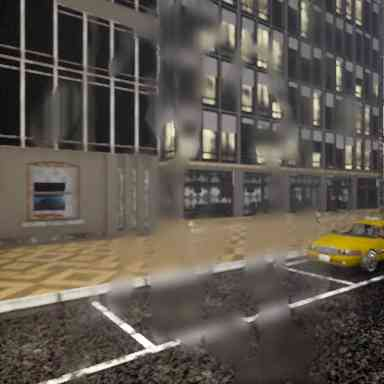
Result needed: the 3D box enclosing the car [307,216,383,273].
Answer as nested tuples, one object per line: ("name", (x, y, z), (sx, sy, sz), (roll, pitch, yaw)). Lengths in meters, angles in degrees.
("car", (5.603, 1.480, 10.556), (4.829, 1.417, 1.752), (0, 0, -36))
